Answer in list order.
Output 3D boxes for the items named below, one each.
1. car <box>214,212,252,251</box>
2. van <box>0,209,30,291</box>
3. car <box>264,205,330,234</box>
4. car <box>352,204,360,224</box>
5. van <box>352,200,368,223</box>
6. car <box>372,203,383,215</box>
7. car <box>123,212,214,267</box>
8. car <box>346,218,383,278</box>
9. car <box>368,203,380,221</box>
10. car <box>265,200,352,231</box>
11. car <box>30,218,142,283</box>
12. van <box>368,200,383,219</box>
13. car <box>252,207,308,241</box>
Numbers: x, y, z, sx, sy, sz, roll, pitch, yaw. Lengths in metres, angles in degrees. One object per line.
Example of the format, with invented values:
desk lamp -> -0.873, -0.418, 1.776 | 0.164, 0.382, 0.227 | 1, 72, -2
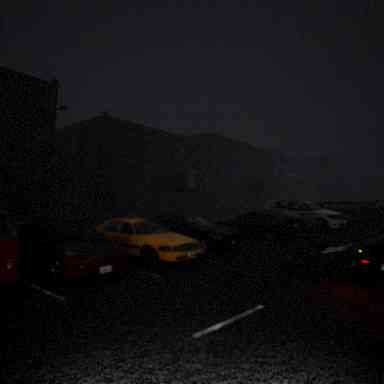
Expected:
car -> -0.222, 1.670, 14.447 | 5.008, 1.535, 2.097 | 0, -1, 43
van -> -6.007, 1.344, 8.351 | 4.442, 1.987, 1.878 | -1, -1, 43
car -> 5.481, 1.787, 20.620 | 4.892, 1.521, 2.231 | 0, -1, 43
car -> 9.287, 1.871, 24.742 | 5.008, 1.535, 2.097 | 0, -1, 43
van -> 11.280, 1.687, 26.722 | 4.442, 1.987, 1.878 | 0, -1, 43
car -> 26.421, 2.297, 43.251 | 4.892, 1.521, 2.231 | 0, -2, 43
car -> -1.982, 1.631, 12.261 | 5.366, 1.575, 1.946 | 0, -1, 43
car -> 6.288, 1.677, 9.677 | 1.812, 1.442, 4.674 | -1, -1, 43
car -> 13.092, 1.957, 28.859 | 4.892, 1.521, 2.231 | -1, -1, 43
car -> 7.411, 1.577, 22.664 | 5.566, 2.045, 2.435 | 0, -1, 43
car -> -3.999, 1.632, 10.307 | 4.792, 1.488, 2.163 | 0, -1, 43
van -> 14.915, 1.773, 30.996 | 4.442, 1.987, 1.878 | 0, -1, 43
car -> 3.565, 1.776, 18.582 | 4.792, 1.488, 2.163 | 0, -1, 43
